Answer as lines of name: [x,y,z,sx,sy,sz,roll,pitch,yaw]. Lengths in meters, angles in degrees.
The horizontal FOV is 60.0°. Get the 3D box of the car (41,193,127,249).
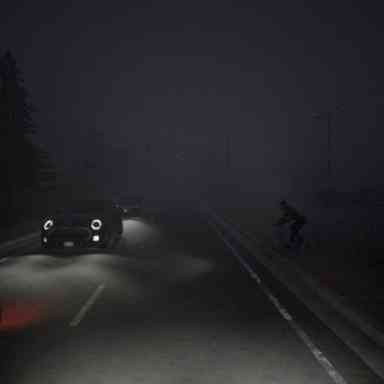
car: [-4.042,1.037,12.912,2.097,1.767,4.553,0,1,-2]

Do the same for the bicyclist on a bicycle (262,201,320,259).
bicyclist on a bicycle: [2.745,1.058,9.293,1.656,1.620,0.582,-3,2,-2]

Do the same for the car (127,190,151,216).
car: [-4.462,0.885,24.265,2.128,1.511,4.902,0,2,-2]

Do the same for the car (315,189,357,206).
car: [13.059,0.456,31.127,2.007,1.523,4.514,0,1,-2]

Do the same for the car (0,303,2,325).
car: [-3.651,1.503,3.002,1.994,1.385,4.181,0,1,-2]

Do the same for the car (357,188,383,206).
car: [16.193,0.425,31.270,2.152,1.636,5.027,0,1,-2]

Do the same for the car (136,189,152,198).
car: [-7.716,0.370,46.240,4.674,1.442,1.812,1,1,31]
